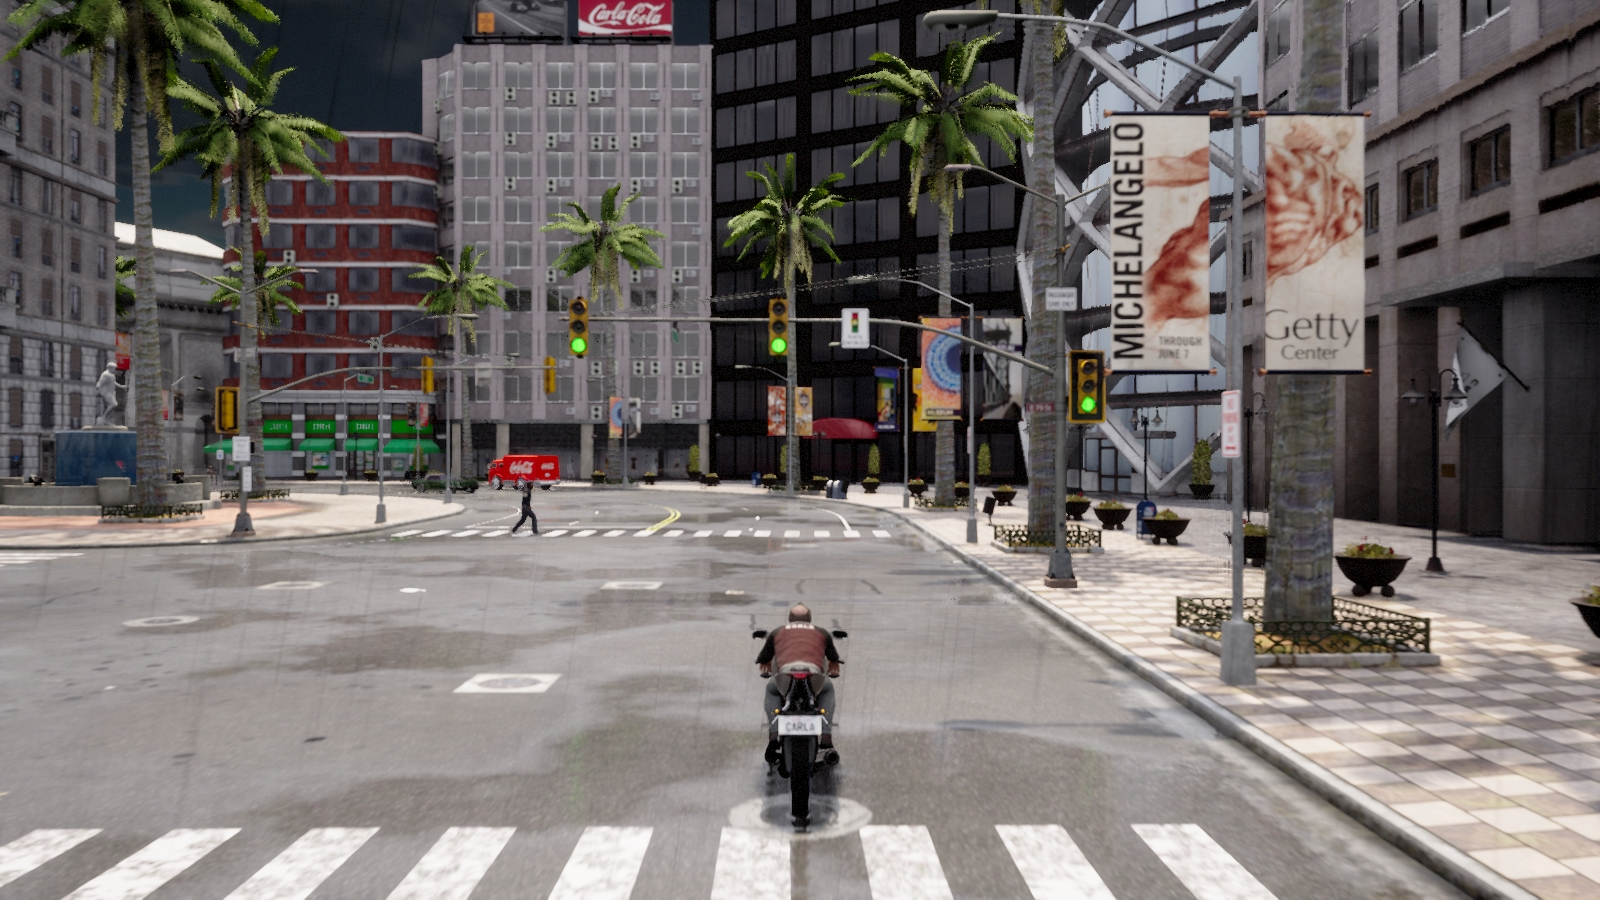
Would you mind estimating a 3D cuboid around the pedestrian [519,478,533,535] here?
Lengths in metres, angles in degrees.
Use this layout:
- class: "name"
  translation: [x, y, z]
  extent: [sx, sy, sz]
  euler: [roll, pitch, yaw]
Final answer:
- class: "pedestrian"
  translation: [-9.083, 1.871, 37.874]
  extent: [0.375, 1.860, 0.375]
  euler: [0, 0, -4]

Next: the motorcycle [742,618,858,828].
- class: "motorcycle"
  translation: [-0.001, 2.211, 9.673]
  extent: [0.867, 1.251, 2.209]
  euler: [0, 0, 0]

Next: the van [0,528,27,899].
- class: "van"
  translation: [-3.506, 1.536, 0.754]
  extent: [1.988, 2.561, 5.915]
  euler: [0, 0, 0]

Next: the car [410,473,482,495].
- class: "car"
  translation: [-23.161, 2.198, 74.661]
  extent: [4.718, 1.301, 1.895]
  euler: [0, 0, 32]
